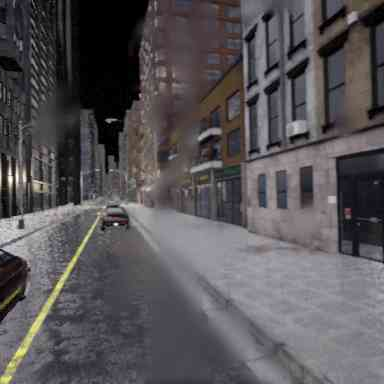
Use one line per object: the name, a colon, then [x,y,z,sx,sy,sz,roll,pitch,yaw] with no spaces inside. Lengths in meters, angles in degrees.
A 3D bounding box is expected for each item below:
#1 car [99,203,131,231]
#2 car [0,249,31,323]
car: [-5.379,1.792,23.365,1.837,1.490,4.892,-1,0,-13]
car: [-4.275,1.699,5.837,1.994,1.385,4.181,-1,-1,-13]
